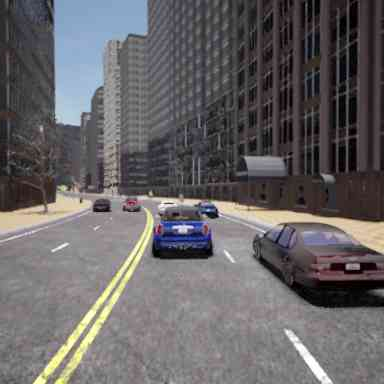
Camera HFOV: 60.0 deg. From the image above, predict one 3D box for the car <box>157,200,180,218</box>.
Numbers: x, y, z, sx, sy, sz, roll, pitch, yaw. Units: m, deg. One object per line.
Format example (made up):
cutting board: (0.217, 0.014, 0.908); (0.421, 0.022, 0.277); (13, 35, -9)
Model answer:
car: (-2.247, 1.499, 31.041); (1.812, 1.442, 4.674); (0, 0, -8)

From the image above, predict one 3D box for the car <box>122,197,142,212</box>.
car: (-6.981, 1.334, 38.701); (2.097, 1.767, 4.553); (0, 0, -10)

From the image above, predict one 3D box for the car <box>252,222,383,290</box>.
car: (3.088, 1.532, 9.135); (2.033, 1.411, 5.357); (0, 0, -3)

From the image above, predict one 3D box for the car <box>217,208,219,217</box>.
car: (1.116, 1.524, 30.361); (1.994, 1.385, 4.181); (0, 0, -8)

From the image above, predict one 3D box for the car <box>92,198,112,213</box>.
car: (-10.067, 1.476, 37.541); (1.882, 1.535, 5.008); (0, 0, -10)

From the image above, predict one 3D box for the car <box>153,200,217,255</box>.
car: (-0.439, 1.340, 13.433); (2.097, 1.767, 4.553); (0, 0, -3)
